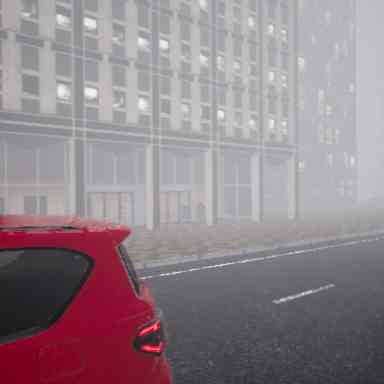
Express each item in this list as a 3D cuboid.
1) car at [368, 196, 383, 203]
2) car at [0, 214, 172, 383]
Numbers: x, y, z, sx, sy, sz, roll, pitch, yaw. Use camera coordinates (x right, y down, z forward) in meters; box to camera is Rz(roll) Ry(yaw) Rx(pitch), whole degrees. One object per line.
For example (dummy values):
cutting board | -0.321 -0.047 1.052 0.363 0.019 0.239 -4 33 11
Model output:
car | 32.989 1.277 57.736 1.887 1.381 4.507 0 0 -34
car | -2.757 1.223 1.718 5.566 2.045 2.150 0 0 -36
